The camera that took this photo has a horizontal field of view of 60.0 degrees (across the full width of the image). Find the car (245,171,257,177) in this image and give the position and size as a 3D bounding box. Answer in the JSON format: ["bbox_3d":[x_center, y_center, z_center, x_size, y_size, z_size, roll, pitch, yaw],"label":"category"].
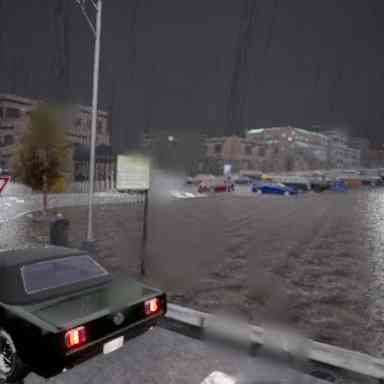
[{"bbox_3d":[8.139,-2.466,58.027,5.008,1.535,2.097,2,5,30],"label":"car"}]

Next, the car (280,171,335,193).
[{"bbox_3d":[13.761,-1.032,40.342,5.566,2.045,2.435,4,7,32],"label":"car"}]

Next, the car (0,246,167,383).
[{"bbox_3d":[-2.760,1.574,5.420,4.718,1.301,1.895,1,1,36],"label":"car"}]

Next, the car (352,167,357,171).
[{"bbox_3d":[37.405,-4.837,82.405,5.008,1.535,2.097,2,5,30],"label":"car"}]

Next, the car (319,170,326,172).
[{"bbox_3d":[26.133,-3.967,73.057,5.008,1.535,2.097,2,6,30],"label":"car"}]

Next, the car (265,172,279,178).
[{"bbox_3d":[12.797,-2.839,61.703,5.366,1.575,1.946,2,5,30],"label":"car"}]

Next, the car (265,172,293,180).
[{"bbox_3d":[17.153,-3.187,65.546,4.792,1.488,2.163,2,5,30],"label":"car"}]

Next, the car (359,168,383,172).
[{"bbox_3d":[30.249,-2.345,53.387,5.566,2.045,2.435,4,7,31],"label":"car"}]

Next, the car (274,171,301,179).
[{"bbox_3d":[19.372,-3.406,67.445,5.008,1.535,2.097,2,5,30],"label":"car"}]

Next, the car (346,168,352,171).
[{"bbox_3d":[35.156,-4.676,80.531,5.008,1.535,2.097,2,6,30],"label":"car"}]

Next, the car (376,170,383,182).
[{"bbox_3d":[34.896,-2.728,57.192,5.566,2.045,2.435,4,7,30],"label":"car"}]

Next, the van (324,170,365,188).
[{"bbox_3d":[20.946,-1.560,45.843,4.442,1.987,1.878,4,7,31],"label":"van"}]

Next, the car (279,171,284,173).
[{"bbox_3d":[14.876,-3.031,63.685,5.008,1.535,2.097,2,5,30],"label":"car"}]

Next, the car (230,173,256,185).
[{"bbox_3d":[6.840,-1.656,49.908,4.892,1.490,1.837,-4,7,-36],"label":"car"}]

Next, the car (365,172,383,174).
[{"bbox_3d":[27.905,-1.876,51.527,4.792,1.488,2.163,4,7,31],"label":"car"}]

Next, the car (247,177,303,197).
[{"bbox_3d":[9.083,-0.408,36.657,5.008,1.535,2.097,4,7,31],"label":"car"}]

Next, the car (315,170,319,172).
[{"bbox_3d":[23.880,-3.778,71.181,4.892,1.521,2.231,2,6,30],"label":"car"}]

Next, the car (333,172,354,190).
[{"bbox_3d":[18.466,-1.281,44.070,4.553,1.767,2.185,4,7,31],"label":"car"}]

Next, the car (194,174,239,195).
[{"bbox_3d":[2.896,-0.765,39.123,4.553,1.767,2.097,-5,7,-39],"label":"car"}]

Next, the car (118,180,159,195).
[{"bbox_3d":[-6.475,-0.513,38.988,4.181,1.385,1.994,-4,7,-40],"label":"car"}]

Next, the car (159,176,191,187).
[{"bbox_3d":[-3.103,-1.477,48.528,4.674,1.452,2.002,2,5,30],"label":"car"}]

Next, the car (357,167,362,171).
[{"bbox_3d":[39.512,-5.005,84.359,5.366,1.575,1.946,2,5,30],"label":"car"}]

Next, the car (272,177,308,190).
[{"bbox_3d":[13.354,-1.258,45.640,1.812,1.442,4.674,-4,6,-33],"label":"car"}]

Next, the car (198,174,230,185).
[{"bbox_3d":[3.616,-2.058,54.240,4.792,1.488,2.163,2,6,30],"label":"car"}]

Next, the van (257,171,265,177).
[{"bbox_3d":[10.286,-2.882,59.950,4.442,1.987,1.878,2,6,30],"label":"van"}]

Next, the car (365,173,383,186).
[{"bbox_3d":[25.544,-1.716,49.650,4.892,1.521,2.231,4,7,31],"label":"car"}]

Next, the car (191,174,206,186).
[{"bbox_3d":[-0.829,-1.677,50.415,4.792,1.488,2.163,2,5,30],"label":"car"}]

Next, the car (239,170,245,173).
[{"bbox_3d":[5.915,-2.400,56.094,4.553,1.767,2.185,2,6,30],"label":"car"}]

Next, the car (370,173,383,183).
[{"bbox_3d":[32.554,-2.287,55.328,4.892,1.521,2.231,4,7,30],"label":"car"}]

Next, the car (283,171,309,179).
[{"bbox_3d":[21.629,-3.591,69.311,4.892,1.521,2.231,2,6,30],"label":"car"}]

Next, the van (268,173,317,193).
[{"bbox_3d":[11.538,-0.812,38.423,4.442,1.987,1.878,4,7,32],"label":"van"}]
